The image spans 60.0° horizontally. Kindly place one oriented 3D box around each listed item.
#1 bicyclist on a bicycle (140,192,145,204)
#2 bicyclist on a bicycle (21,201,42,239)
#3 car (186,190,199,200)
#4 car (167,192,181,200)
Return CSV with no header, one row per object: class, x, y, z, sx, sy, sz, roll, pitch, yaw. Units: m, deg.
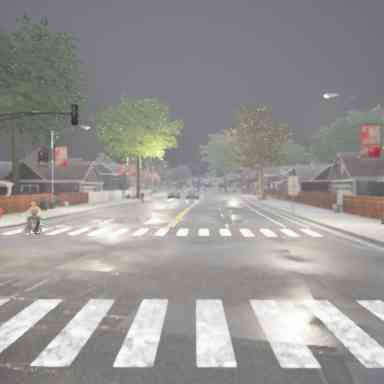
bicyclist on a bicycle,-6.457,0.777,43.337,0.582,1.620,1.656,0,1,2
bicyclist on a bicycle,-7.149,1.230,14.936,0.866,1.612,1.509,0,1,2
car,0.101,0.414,58.990,2.097,1.767,4.553,0,1,5
car,-3.143,0.623,59.188,1.994,1.385,4.181,0,1,5
